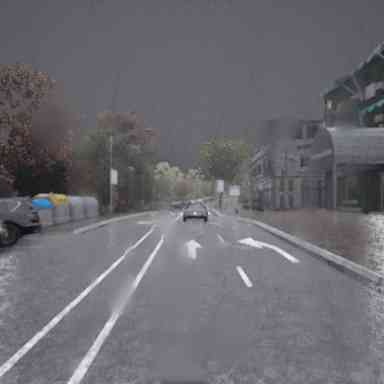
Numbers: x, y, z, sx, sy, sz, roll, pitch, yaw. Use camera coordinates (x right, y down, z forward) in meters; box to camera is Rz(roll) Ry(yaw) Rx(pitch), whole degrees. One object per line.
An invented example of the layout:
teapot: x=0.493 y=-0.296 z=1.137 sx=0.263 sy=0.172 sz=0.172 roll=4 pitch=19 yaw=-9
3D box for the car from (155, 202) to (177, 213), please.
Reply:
car: x=-3.492 y=1.997 z=42.835 sx=1.994 sy=1.385 sz=4.181 roll=0 pitch=-2 yaw=2

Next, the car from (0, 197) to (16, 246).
car: x=-9.423 y=1.259 z=11.345 sx=5.566 sy=2.045 sz=2.435 roll=-1 pitch=0 yaw=-20

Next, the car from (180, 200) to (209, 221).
car: x=0.353 y=1.636 z=27.648 sx=1.994 sy=1.385 sz=4.181 roll=0 pitch=0 yaw=3

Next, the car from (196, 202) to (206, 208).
car: x=2.264 y=3.055 z=81.744 sx=2.033 sy=1.411 sz=5.357 roll=0 pitch=-2 yaw=4

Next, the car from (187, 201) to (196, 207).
car: x=-0.141 y=3.345 z=94.189 sx=2.002 sy=1.452 sz=4.674 roll=-2 pitch=1 yaw=6

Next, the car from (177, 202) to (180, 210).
car: x=-2.817 y=2.471 z=60.463 sx=2.033 sy=1.411 sz=5.357 roll=0 pitch=-2 yaw=3

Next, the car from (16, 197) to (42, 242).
car: x=-9.470 y=1.265 z=14.273 sx=5.566 sy=2.045 sz=2.435 roll=-1 pitch=0 yaw=-20

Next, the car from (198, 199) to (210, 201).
car: x=1.060 y=2.075 z=46.227 sx=2.033 sy=1.411 sz=5.357 roll=0 pitch=-2 yaw=2
